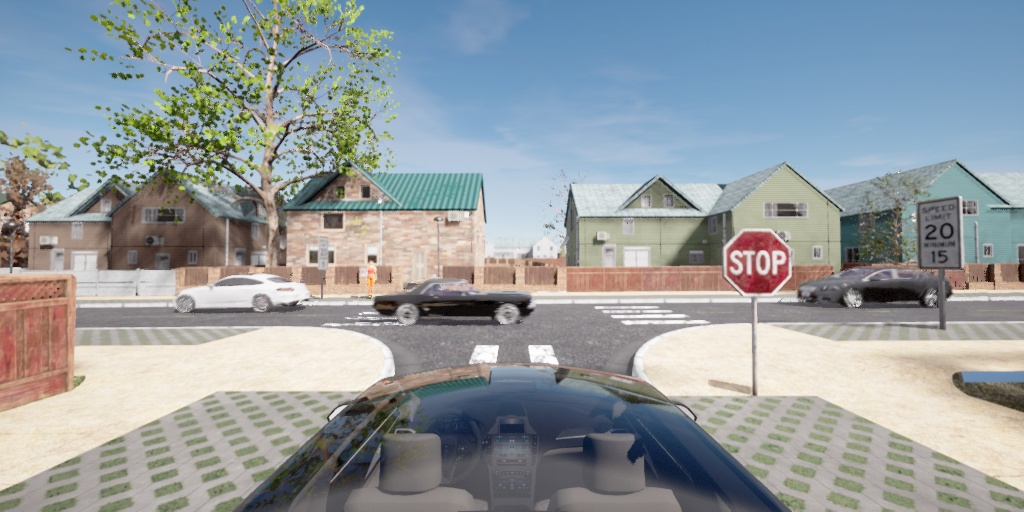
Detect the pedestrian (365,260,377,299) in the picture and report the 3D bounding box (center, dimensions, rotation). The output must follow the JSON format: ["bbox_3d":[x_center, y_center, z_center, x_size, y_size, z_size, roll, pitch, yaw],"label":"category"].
[{"bbox_3d":[-6.720,1.091,17.047,0.375,1.860,0.375,0,-1,1],"label":"pedestrian"}]

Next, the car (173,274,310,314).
[{"bbox_3d":[-10.555,1.444,14.177,4.674,1.442,1.812,-1,-1,1],"label":"car"}]

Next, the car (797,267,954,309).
[{"bbox_3d":[13.850,1.186,13.871,4.902,1.511,2.128,0,-1,1],"label":"car"}]

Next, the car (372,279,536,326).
[{"bbox_3d":[-1.638,1.373,11.110,4.718,1.301,1.895,0,-1,1],"label":"car"}]
